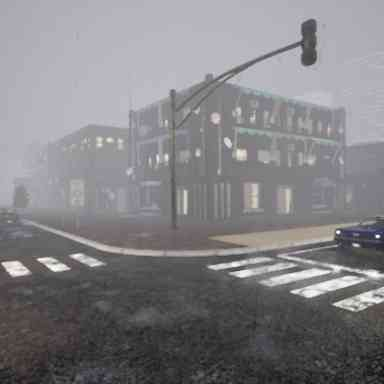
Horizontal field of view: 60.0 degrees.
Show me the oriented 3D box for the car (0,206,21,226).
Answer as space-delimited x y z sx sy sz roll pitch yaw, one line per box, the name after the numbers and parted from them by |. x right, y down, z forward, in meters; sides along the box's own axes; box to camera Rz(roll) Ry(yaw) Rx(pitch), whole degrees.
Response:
-13.744 1.815 24.512 2.008 1.369 4.403 -2 0 -35 | car

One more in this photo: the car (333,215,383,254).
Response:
7.669 1.591 13.153 4.718 1.301 1.895 0 0 -35 | car

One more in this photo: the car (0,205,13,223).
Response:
-16.951 1.909 29.024 1.802 1.307 4.206 -2 0 -35 | car
